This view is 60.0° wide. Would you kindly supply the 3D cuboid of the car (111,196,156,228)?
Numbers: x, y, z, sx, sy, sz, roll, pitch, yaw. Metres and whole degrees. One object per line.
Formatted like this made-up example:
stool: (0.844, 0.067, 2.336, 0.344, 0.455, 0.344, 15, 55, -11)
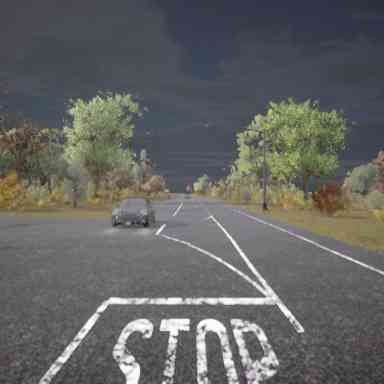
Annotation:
car: (-3.446, 1.117, 20.311, 2.097, 1.767, 4.553, 1, 0, 0)
